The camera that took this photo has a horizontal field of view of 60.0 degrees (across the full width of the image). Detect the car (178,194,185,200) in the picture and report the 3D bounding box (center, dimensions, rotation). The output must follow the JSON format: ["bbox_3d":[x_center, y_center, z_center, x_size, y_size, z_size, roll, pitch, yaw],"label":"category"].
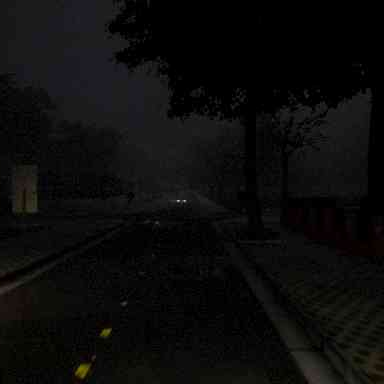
[{"bbox_3d":[-2.750,1.338,86.739,1.882,1.535,5.008,0,0,0],"label":"car"}]
